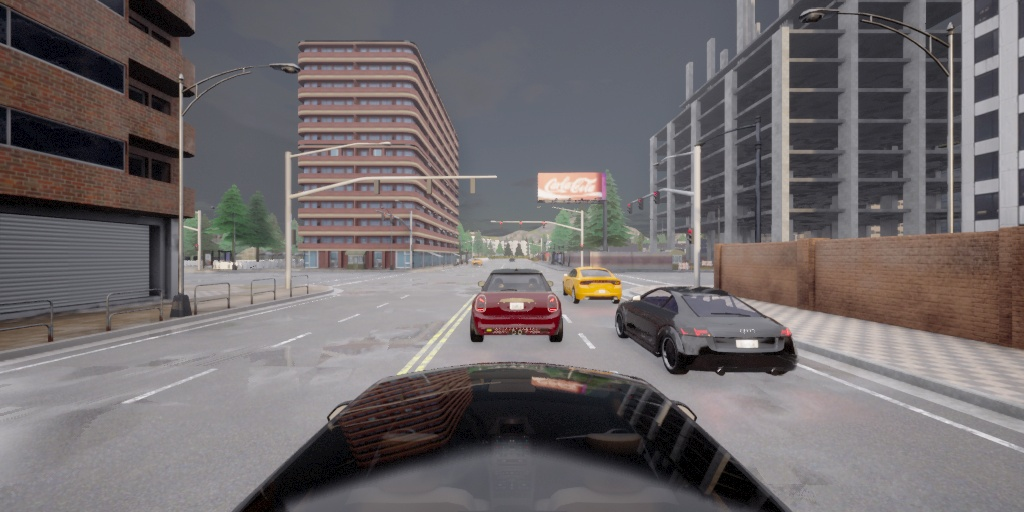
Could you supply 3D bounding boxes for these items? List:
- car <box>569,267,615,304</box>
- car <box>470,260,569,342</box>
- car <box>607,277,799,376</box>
[{"bbox_3d":[3.505,1.228,16.431,1.882,1.535,5.008,0,0,0],"label":"car"},{"bbox_3d":[0.104,1.102,9.904,2.097,1.767,4.553,0,0,0],"label":"car"},{"bbox_3d":[3.601,1.314,7.498,1.994,1.385,4.181,0,0,0],"label":"car"}]
